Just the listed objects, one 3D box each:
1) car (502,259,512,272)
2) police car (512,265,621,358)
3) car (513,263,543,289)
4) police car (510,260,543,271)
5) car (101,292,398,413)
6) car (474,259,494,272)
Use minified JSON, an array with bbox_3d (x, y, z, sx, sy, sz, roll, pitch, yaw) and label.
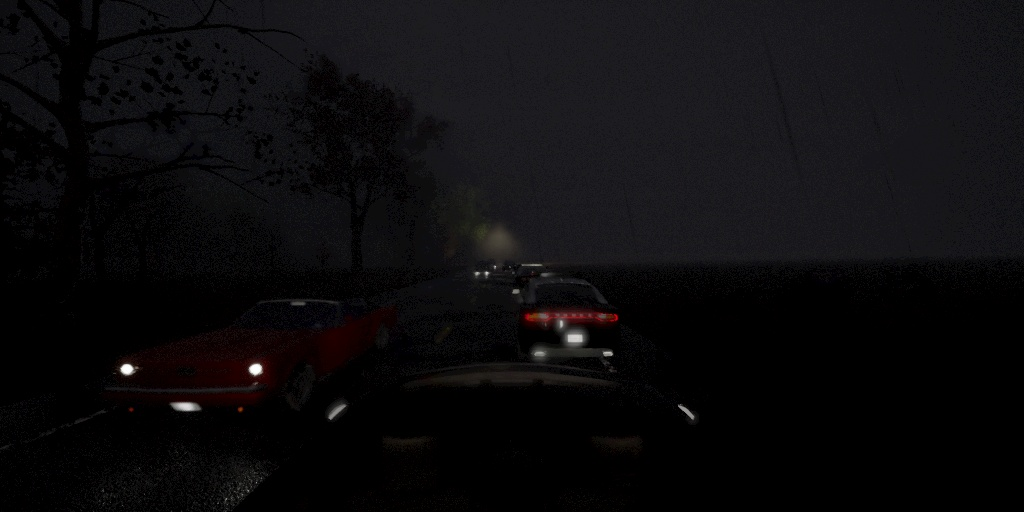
[{"bbox_3d":[-0.268,1.345,47.194,1.994,1.385,4.181,0,0,0],"label":"car"},{"bbox_3d":[1.054,1.176,8.592,1.930,1.638,5.238,0,0,0],"label":"police car"},{"bbox_3d":[0.992,1.264,24.498,1.837,1.490,4.892,0,0,0],"label":"car"},{"bbox_3d":[1.025,1.181,18.601,1.930,1.638,5.238,0,0,0],"label":"police car"},{"bbox_3d":[-3.599,1.351,6.160,1.895,1.301,4.718,0,0,0],"label":"car"},{"bbox_3d":[-3.912,1.329,47.736,2.033,1.411,5.357,0,0,-1],"label":"car"}]
